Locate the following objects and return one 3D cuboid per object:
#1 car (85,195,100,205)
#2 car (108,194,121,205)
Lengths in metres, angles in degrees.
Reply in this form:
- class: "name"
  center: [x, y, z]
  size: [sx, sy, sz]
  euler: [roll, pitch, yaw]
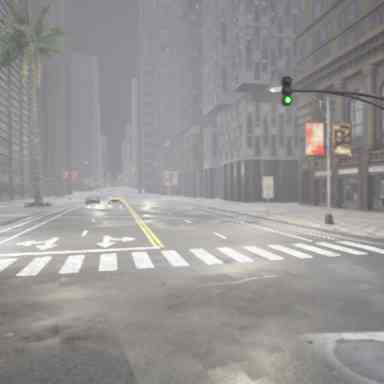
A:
- class: "car"
  center: [-15.174, 1.217, 51.040]
  size: [1.994, 1.385, 4.181]
  euler: [-1, 1, -13]
- class: "car"
  center: [-12.010, 1.094, 51.778]
  size: [1.882, 1.535, 5.008]
  euler: [-1, 1, -13]
